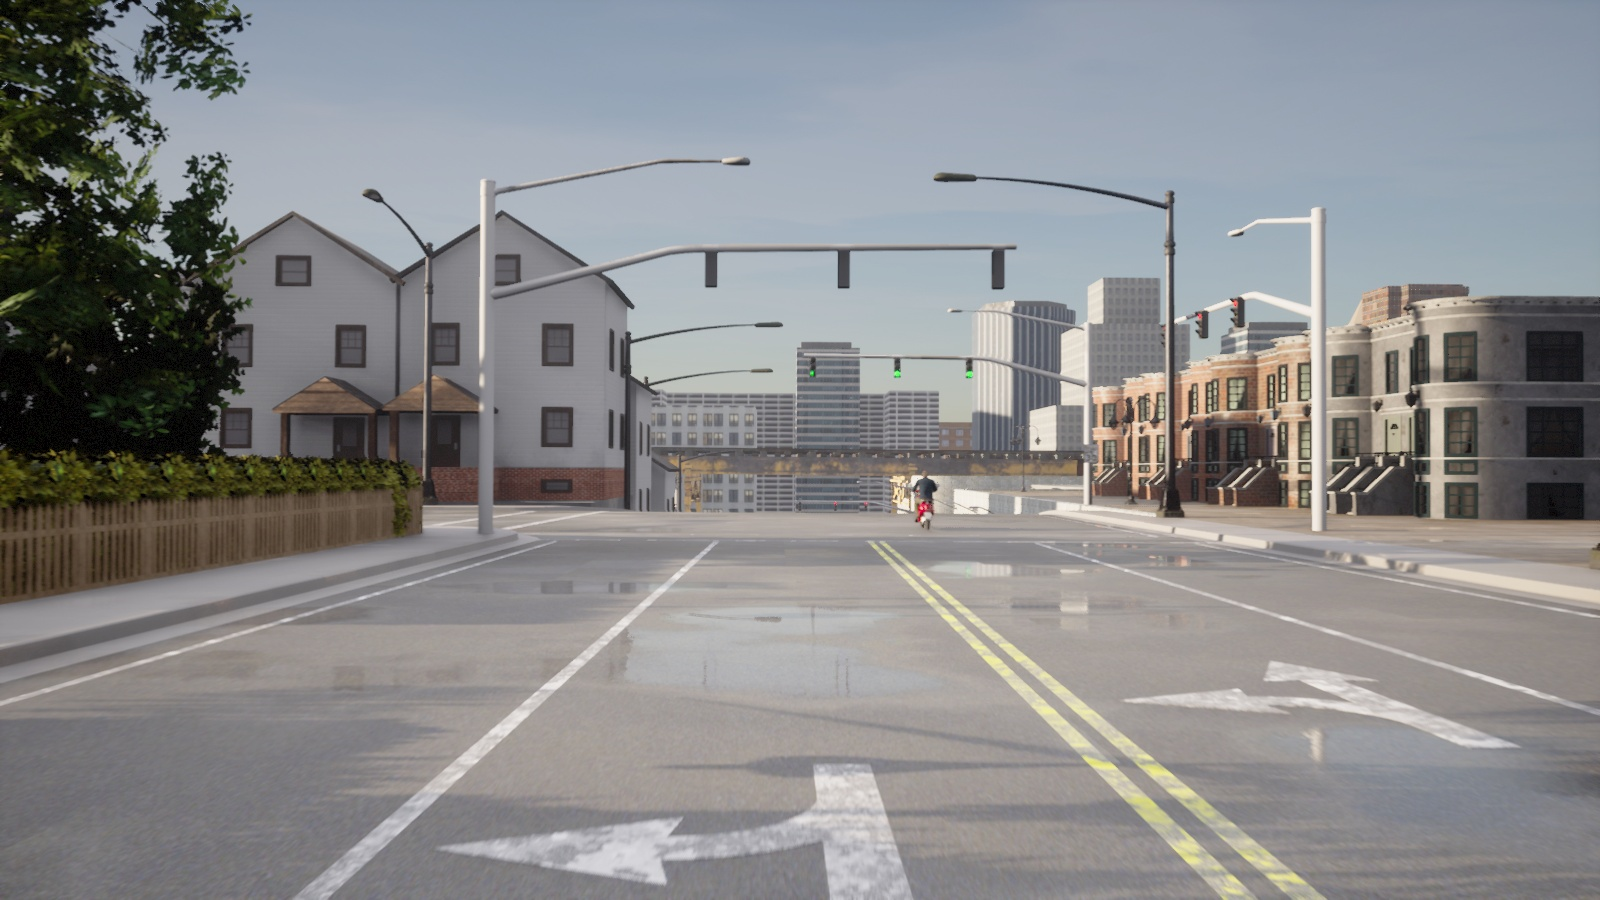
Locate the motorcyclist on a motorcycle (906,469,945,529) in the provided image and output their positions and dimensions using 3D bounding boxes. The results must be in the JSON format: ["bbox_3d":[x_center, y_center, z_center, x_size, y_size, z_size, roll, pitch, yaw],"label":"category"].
[{"bbox_3d":[3.416,1.329,34.327,0.866,1.590,1.817,0,-1,0],"label":"motorcyclist on a motorcycle"}]
